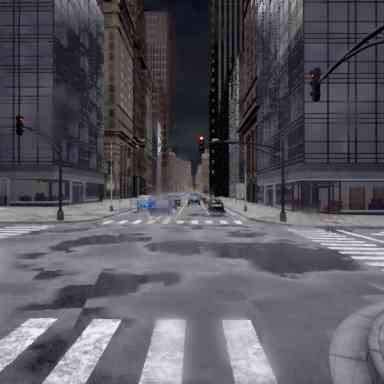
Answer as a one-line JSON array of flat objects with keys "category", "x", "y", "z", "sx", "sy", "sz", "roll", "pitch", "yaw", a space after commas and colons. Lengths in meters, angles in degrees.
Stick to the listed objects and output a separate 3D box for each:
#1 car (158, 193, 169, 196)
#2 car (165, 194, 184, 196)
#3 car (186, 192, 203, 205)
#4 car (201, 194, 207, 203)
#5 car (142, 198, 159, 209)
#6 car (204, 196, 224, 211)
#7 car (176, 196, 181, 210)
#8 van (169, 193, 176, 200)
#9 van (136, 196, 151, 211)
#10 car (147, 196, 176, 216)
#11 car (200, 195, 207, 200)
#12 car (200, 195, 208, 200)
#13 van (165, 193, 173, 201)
[{"category": "car", "x": -5.571, "y": 1.384, "z": 57.319, "sx": 1.967, "sy": 1.590, "sz": 4.097, "roll": 0, "pitch": 0, "yaw": 0}, {"category": "car", "x": -2.748, "y": 1.499, "z": 53.187, "sx": 2.033, "sy": 1.411, "sz": 5.357, "roll": 0, "pitch": 0, "yaw": 1}, {"category": "car", "x": 0.391, "y": 1.296, "z": 58.290, "sx": 2.097, "sy": 1.767, "sz": 4.553, "roll": 0, "pitch": 0, "yaw": 1}, {"category": "car", "x": 2.953, "y": 1.526, "z": 57.272, "sx": 1.802, "sy": 1.307, "sz": 4.206, "roll": 0, "pitch": 0, "yaw": 0}, {"category": "car", "x": -5.637, "y": 1.546, "z": 46.022, "sx": 1.802, "sy": 1.307, "sz": 4.206, "roll": 0, "pitch": 0, "yaw": 0}, {"category": "car", "x": 2.856, "y": 1.537, "z": 40.325, "sx": 1.947, "sy": 1.339, "sz": 4.313, "roll": 0, "pitch": 0, "yaw": 0}, {"category": "car", "x": -2.876, "y": 1.532, "z": 42.834, "sx": 1.994, "sy": 1.385, "sz": 4.181, "roll": 0, "pitch": 0, "yaw": 1}, {"category": "van", "x": -5.374, "y": 1.198, "z": 91.210, "sx": 1.690, "sy": 1.788, "sz": 3.998, "roll": 0, "pitch": 0, "yaw": 0}, {"category": "van", "x": -5.668, "y": 1.312, "z": 40.373, "sx": 1.690, "sy": 1.788, "sz": 3.998, "roll": 0, "pitch": 0, "yaw": 0}, {"category": "car", "x": -2.948, "y": 1.457, "z": 32.875, "sx": 1.882, "sy": 1.535, "sz": 5.008, "roll": 0, "pitch": 0, "yaw": 0}, {"category": "car", "x": 3.149, "y": 1.407, "z": 91.165, "sx": 2.008, "sy": 1.369, "sz": 4.403, "roll": 0, "pitch": 0, "yaw": 0}, {"category": "car", "x": 3.117, "y": 1.454, "z": 85.517, "sx": 1.802, "sy": 1.307, "sz": 4.206, "roll": 0, "pitch": 0, "yaw": 0}, {"category": "van", "x": -5.439, "y": 1.230, "z": 79.914, "sx": 1.690, "sy": 1.788, "sz": 3.998, "roll": 0, "pitch": 0, "yaw": 0}]
